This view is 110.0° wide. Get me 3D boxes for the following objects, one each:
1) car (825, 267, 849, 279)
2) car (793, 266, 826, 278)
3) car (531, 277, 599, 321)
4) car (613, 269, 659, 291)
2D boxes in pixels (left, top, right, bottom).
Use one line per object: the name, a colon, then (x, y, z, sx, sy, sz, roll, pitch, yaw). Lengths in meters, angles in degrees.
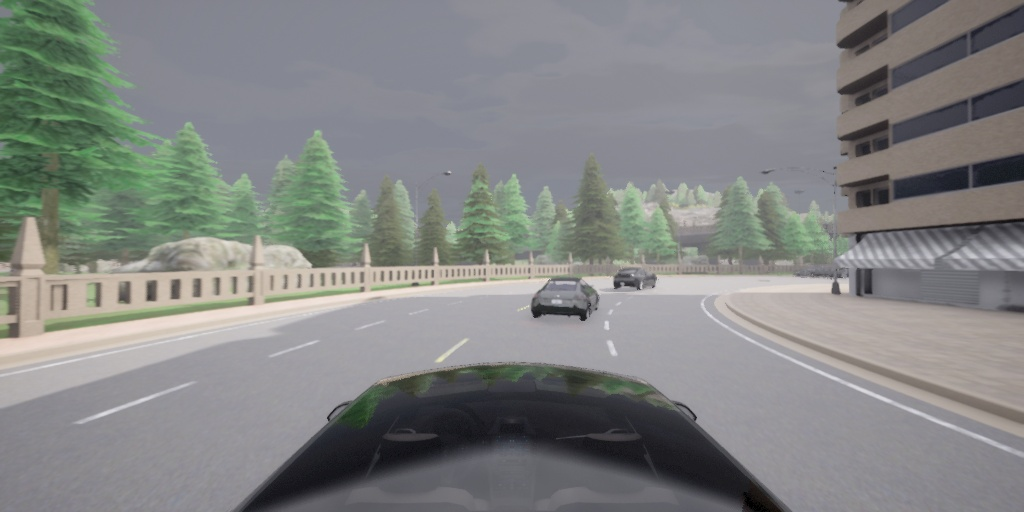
car: (41.131, 2.064, 42.678, 5.357, 1.411, 2.033, 0, -1, -1)
car: (39.006, 2.047, 46.107, 4.902, 1.511, 2.128, 0, -1, -2)
car: (2.118, 1.492, 13.633, 1.994, 1.385, 4.181, 0, -1, 19)
car: (8.969, 1.636, 25.812, 1.837, 1.490, 4.892, -1, -1, 41)
